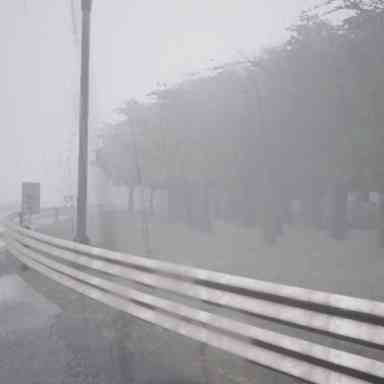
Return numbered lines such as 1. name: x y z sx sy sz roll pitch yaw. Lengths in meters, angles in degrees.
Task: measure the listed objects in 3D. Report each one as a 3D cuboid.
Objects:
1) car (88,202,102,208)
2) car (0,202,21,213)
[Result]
1. car: -21.529 2.833 73.538 1.895 1.301 4.718 1 -1 7
2. car: -24.643 2.110 45.904 2.033 1.411 5.357 1 -1 6
